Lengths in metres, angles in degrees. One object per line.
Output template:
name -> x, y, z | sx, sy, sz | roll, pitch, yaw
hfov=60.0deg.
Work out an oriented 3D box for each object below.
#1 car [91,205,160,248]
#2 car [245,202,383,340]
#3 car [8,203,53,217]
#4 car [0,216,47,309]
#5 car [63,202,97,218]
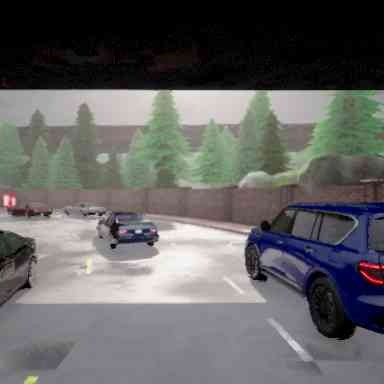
car -> -3.009, 1.540, 14.861 | 2.033, 1.411, 5.357 | 0, 0, -23
car -> 2.828, 1.211, 6.788 | 2.150, 2.045, 5.566 | 0, 0, -9
car -> -14.315, 1.600, 29.290 | 4.718, 1.301, 1.895 | 0, 0, 38
car -> -4.326, 1.480, 6.158 | 1.882, 1.535, 5.008 | 0, 0, -12
car -> -9.763, 1.592, 29.976 | 4.718, 1.301, 1.895 | 0, 0, 43
